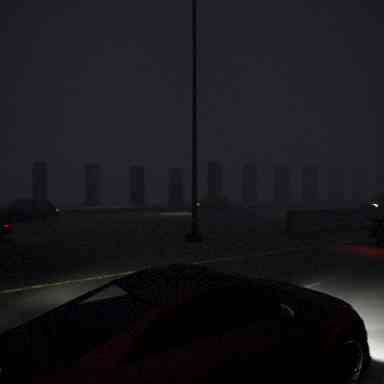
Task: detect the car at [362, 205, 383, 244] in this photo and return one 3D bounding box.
[{"bbox_3d":[9.574,1.399,13.831,5.008,1.535,1.882,0,0,-30],"label":"car"}]

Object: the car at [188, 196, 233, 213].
[{"bbox_3d":[1.863,1.179,33.805,4.553,1.767,2.097,0,0,-29],"label":"car"}]

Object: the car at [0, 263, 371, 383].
[{"bbox_3d":[0.132,1.545,3.732,4.181,1.385,1.994,0,0,-35],"label":"car"}]

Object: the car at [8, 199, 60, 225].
[{"bbox_3d":[-11.132,1.252,21.704,4.553,1.767,2.097,0,0,-34],"label":"car"}]

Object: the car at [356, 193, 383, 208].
[{"bbox_3d":[16.853,1.186,29.797,4.553,1.767,2.097,0,0,-26],"label":"car"}]

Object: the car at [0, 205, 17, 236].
[{"bbox_3d":[-10.463,1.487,13.677,5.357,1.411,2.033,0,0,-35],"label":"car"}]
